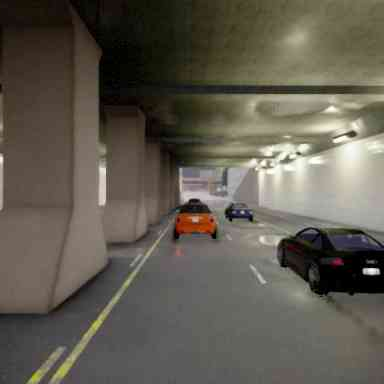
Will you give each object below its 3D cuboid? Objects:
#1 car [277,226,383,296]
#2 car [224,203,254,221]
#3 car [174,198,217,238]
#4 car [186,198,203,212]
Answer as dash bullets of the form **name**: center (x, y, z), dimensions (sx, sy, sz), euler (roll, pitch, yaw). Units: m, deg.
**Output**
- **car**: center (3.636, 1.572, 8.732), dimensions (1.994, 1.385, 4.181), euler (0, 0, 0)
- **car**: center (3.728, 1.556, 26.915), dimensions (2.033, 1.411, 5.357), euler (0, 0, 0)
- **car**: center (0.170, 1.353, 17.808), dimensions (2.097, 1.767, 4.553), euler (0, 0, 0)
- **car**: center (0.289, 1.506, 39.216), dimensions (1.837, 1.490, 4.892), euler (0, 0, 0)
